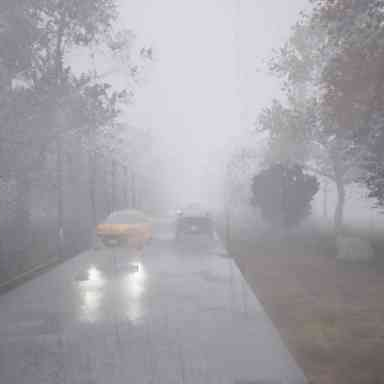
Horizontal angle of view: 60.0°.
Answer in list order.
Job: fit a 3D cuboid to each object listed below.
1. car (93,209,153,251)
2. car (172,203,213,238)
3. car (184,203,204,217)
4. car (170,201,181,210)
[{"bbox_3d":[-2.840,1.542,14.543,1.882,1.535,5.008,0,0,0],"label":"car"},{"bbox_3d":[0.120,1.575,18.247,1.882,1.535,5.008,0,-1,0],"label":"car"},{"bbox_3d":[0.183,1.918,36.955,2.033,1.411,5.357,0,-1,0],"label":"car"},{"bbox_3d":[-2.603,2.326,56.180,2.128,1.511,4.902,0,-2,1],"label":"car"}]
